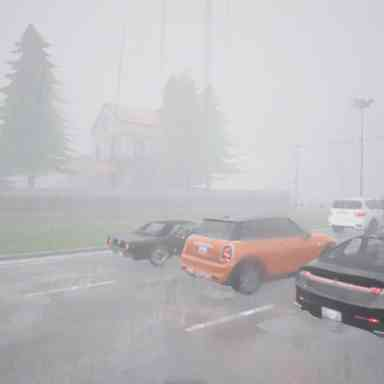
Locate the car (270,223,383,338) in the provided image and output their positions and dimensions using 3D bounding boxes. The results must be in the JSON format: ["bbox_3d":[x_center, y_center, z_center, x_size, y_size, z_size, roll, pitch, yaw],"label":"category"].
[{"bbox_3d":[3.964,1.527,6.101,4.902,1.511,2.128,0,0,-35],"label":"car"}]

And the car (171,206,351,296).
[{"bbox_3d":[1.989,1.387,8.991,4.553,1.767,2.097,0,0,-35],"label":"car"}]

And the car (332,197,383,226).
[{"bbox_3d":[10.100,1.322,19.038,5.566,2.045,2.150,0,0,-35],"label":"car"}]

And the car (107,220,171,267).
[{"bbox_3d":[-0.382,1.634,11.579,4.718,1.301,1.895,0,0,-35],"label":"car"}]
